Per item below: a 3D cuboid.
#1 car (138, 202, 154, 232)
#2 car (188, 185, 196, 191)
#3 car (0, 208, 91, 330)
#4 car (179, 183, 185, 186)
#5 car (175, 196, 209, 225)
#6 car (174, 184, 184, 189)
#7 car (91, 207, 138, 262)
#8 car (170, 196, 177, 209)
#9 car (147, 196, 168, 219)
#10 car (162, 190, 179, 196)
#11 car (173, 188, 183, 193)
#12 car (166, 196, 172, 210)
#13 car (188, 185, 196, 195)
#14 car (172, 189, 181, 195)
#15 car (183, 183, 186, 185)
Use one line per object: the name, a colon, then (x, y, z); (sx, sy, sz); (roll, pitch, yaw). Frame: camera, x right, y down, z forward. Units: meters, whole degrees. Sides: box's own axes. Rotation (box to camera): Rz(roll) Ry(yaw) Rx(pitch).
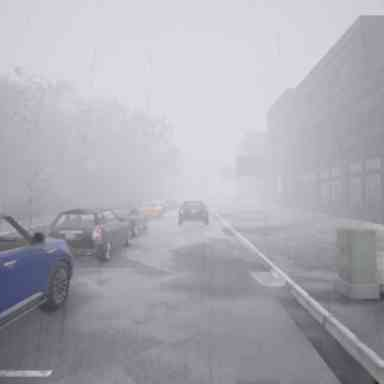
car: (-3.659, 1.541, 17.970); (2.163, 1.488, 4.792); (-1, 0, 2)
car: (0.017, -1.134, 91.961); (2.033, 1.411, 5.357); (0, 4, 0)
car: (-3.649, 1.230, 4.712); (2.435, 2.045, 5.566); (0, 0, 2)
car: (-3.640, -0.539, 82.035); (2.185, 1.767, 4.553); (0, 4, 2)
car: (0.104, 1.348, 24.332); (2.097, 1.767, 4.553); (0, 0, 0)
car: (-3.640, -0.197, 76.475); (2.185, 1.767, 4.553); (0, 4, 2)
car: (-3.650, 1.363, 12.365); (2.185, 1.767, 4.553); (0, 0, 2)
car: (-3.697, 1.528, 41.385); (4.181, 1.385, 1.994); (-3, -2, 25)
car: (-3.639, 1.464, 29.217); (1.946, 1.575, 5.366); (0, 1, 2)
car: (-3.619, 1.094, 48.611); (2.185, 1.767, 4.553); (2, 2, 2)
car: (-3.622, 0.571, 65.363); (2.231, 1.521, 4.892); (1, 3, 2)
car: (-3.645, 1.486, 35.354); (2.002, 1.452, 4.674); (0, 0, 2)
car: (0.014, -0.284, 77.751); (1.882, 1.535, 5.008); (0, 4, 0)
car: (-3.620, 0.823, 59.629); (1.946, 1.575, 5.366); (1, 2, 2)
car: (-3.637, -0.757, 87.629); (2.231, 1.521, 4.892); (0, 4, 2)
